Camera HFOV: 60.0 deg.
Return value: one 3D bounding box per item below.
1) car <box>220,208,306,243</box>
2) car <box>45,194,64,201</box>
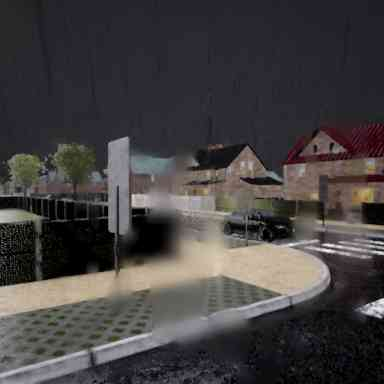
[{"bbox_3d":[3.254,1.476,15.835,1.994,1.385,4.181,0,1,-36],"label":"car"},{"bbox_3d":[-19.836,1.114,47.892,1.837,1.490,4.892,0,0,-36],"label":"car"}]
